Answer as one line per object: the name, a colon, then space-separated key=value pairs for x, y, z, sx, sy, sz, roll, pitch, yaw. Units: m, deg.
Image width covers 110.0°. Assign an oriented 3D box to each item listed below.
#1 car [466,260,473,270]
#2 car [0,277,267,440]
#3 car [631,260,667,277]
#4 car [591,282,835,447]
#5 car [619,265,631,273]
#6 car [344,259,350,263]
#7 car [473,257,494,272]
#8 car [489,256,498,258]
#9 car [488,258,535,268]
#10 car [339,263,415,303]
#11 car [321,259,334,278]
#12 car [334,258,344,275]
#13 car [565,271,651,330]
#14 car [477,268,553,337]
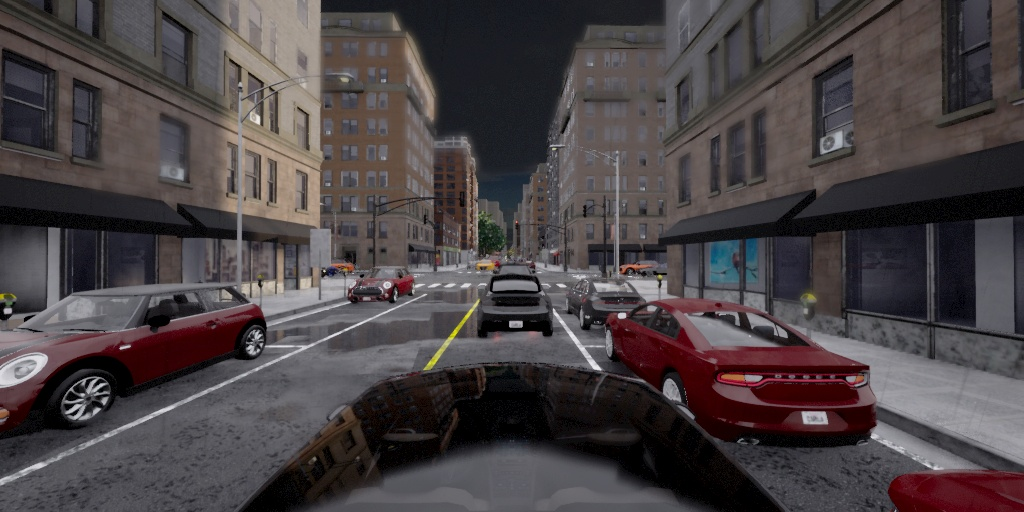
car: x=-5.909 y=1.345 z=54.750 sx=2.007 sy=1.370 sz=4.403 roll=0 pitch=0 yaw=0
car: x=-5.852 y=1.190 z=5.403 sx=1.967 sy=1.591 sz=4.097 roll=0 pitch=0 yaw=0
car: x=15.189 y=1.395 z=36.004 sx=5.357 sy=1.411 sz=2.033 roll=0 pitch=0 yaw=0
car: x=2.675 y=1.296 z=5.397 sx=1.888 sy=1.381 sz=4.507 roll=0 pitch=0 yaw=0
car: x=14.024 y=1.222 z=39.265 sx=4.553 sy=1.767 sz=2.097 roll=0 pitch=0 yaw=0
car: x=-19.810 y=1.073 z=39.094 sx=4.553 sy=1.767 sz=2.097 roll=0 pitch=0 yaw=0
car: x=-3.409 y=1.261 z=47.405 sx=1.882 sy=1.535 sz=5.008 roll=0 pitch=0 yaw=5
car: x=-3.180 y=1.029 z=60.632 sx=2.150 sy=2.045 sz=5.566 roll=0 pitch=0 yaw=0
car: x=0.120 y=1.108 z=17.728 sx=2.097 sy=1.767 sz=4.553 roll=0 pitch=0 yaw=0
car: x=-5.835 y=1.195 z=16.389 sx=1.967 sy=1.591 sz=4.097 roll=0 pitch=0 yaw=0
car: x=-18.020 y=0.868 z=29.159 sx=5.566 sy=2.045 sz=2.150 roll=0 pitch=0 yaw=0
car: x=-18.410 y=1.150 z=32.413 sx=5.008 sy=1.535 sz=1.882 roll=0 pitch=0 yaw=0
car: x=2.683 y=1.303 z=10.889 sx=2.007 sy=1.370 sz=4.403 roll=0 pitch=0 yaw=0
car: x=0.056 y=1.258 z=10.313 sx=1.837 sy=1.490 sz=4.892 roll=0 pitch=0 yaw=-1
